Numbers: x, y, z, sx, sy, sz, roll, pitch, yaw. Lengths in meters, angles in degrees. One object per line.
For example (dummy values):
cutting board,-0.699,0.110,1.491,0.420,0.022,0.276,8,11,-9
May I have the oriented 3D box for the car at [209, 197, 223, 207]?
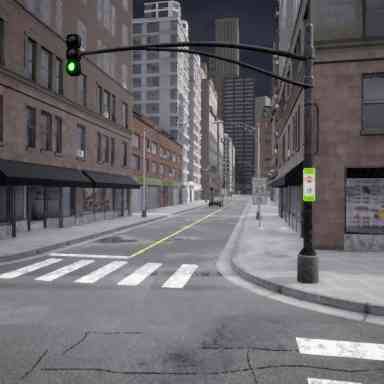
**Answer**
car,3.728,1.468,51.205,1.882,1.535,5.008,0,0,11
